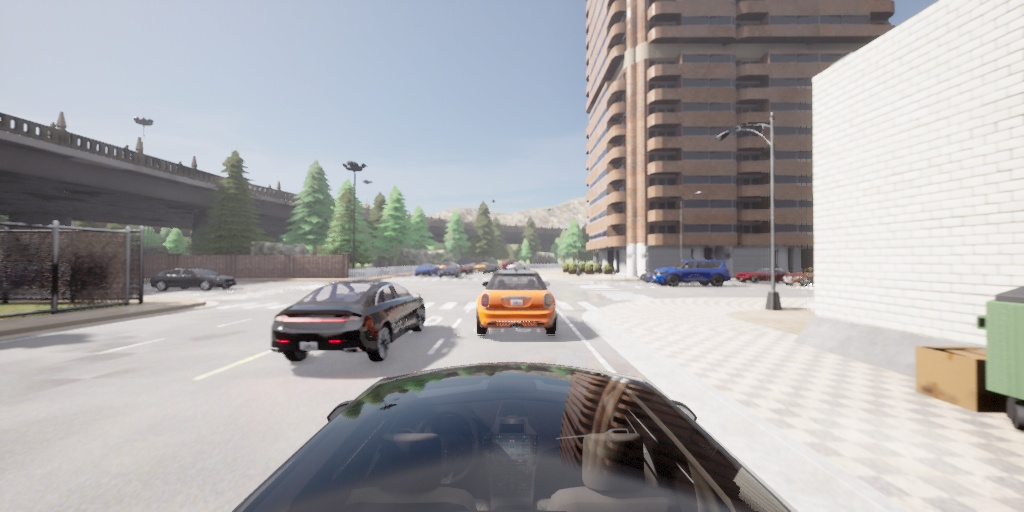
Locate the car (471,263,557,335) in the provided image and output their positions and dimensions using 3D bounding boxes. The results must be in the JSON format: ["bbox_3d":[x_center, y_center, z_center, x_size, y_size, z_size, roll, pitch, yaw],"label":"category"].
[{"bbox_3d":[0.123,1.202,11.063,2.097,1.767,4.553,0,-1,0],"label":"car"}]

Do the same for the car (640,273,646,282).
[{"bbox_3d":[13.328,1.688,31.153,4.181,1.385,1.994,0,-1,-1],"label":"car"}]

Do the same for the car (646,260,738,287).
[{"bbox_3d":[13.747,1.308,27.639,5.566,2.045,2.150,0,-1,0],"label":"car"}]

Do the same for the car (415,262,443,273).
[{"bbox_3d":[-10.216,1.673,43.263,1.882,1.535,5.008,0,-1,2],"label":"car"}]

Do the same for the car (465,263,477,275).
[{"bbox_3d":[-6.541,1.857,48.853,1.895,1.301,4.718,0,-1,5],"label":"car"}]

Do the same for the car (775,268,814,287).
[{"bbox_3d":[23.428,1.612,27.568,4.674,1.442,1.812,0,-1,0],"label":"car"}]

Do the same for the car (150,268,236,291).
[{"bbox_3d":[-21.351,1.549,24.137,4.892,1.490,1.837,0,-1,0],"label":"car"}]

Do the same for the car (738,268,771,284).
[{"bbox_3d":[22.088,1.725,31.085,4.718,1.301,1.895,0,-1,0],"label":"car"}]

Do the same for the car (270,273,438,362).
[{"bbox_3d":[-3.378,1.313,8.404,2.128,1.511,4.902,0,-1,0],"label":"car"}]

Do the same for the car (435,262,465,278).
[{"bbox_3d":[-6.846,1.726,40.099,1.994,1.385,4.181,0,-1,1],"label":"car"}]

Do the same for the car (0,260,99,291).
[{"bbox_3d":[-31.407,1.262,24.198,5.566,2.045,2.150,0,-1,0],"label":"car"}]

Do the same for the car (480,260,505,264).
[{"bbox_3d":[-2.719,1.768,50.690,2.128,1.511,4.902,0,-1,7],"label":"car"}]
